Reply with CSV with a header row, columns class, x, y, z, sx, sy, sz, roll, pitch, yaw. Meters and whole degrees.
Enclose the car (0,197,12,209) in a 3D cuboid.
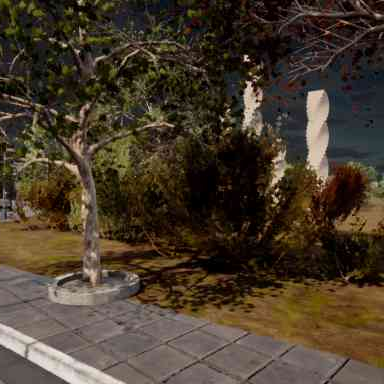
class,x,y,z,sx,sy,sz,roll,pitch,yaw
car,-21.105,1.308,37.118,2.033,1.411,5.357,1,1,-30
